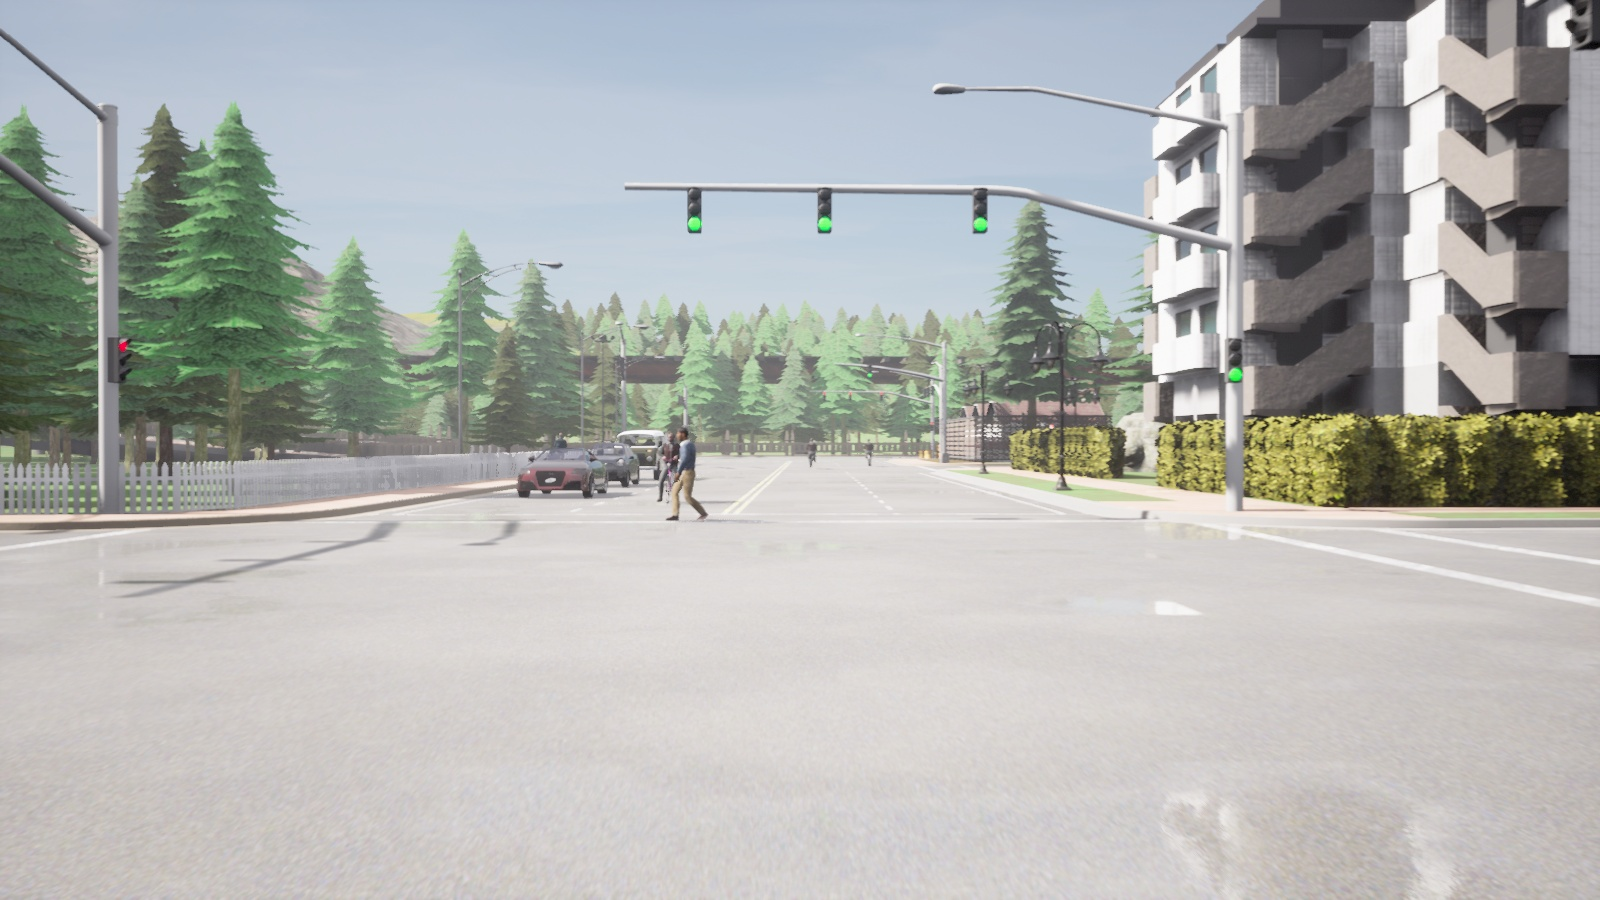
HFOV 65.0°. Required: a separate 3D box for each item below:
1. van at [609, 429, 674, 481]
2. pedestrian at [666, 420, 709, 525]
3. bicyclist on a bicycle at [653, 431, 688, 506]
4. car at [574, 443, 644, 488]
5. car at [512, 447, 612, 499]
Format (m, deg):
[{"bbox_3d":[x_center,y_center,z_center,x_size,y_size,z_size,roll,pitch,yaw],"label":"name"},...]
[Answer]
[{"bbox_3d":[-6.469,0.176,51.629,2.069,2.038,4.480,0,0,1],"label":"van"},{"bbox_3d":[-2.105,0.412,23.483,0.788,1.949,0.423,0,0,-4],"label":"pedestrian"},{"bbox_3d":[-3.174,0.442,30.858,0.659,1.776,1.843,0,0,1],"label":"bicyclist on a bicycle"},{"bbox_3d":[-6.551,0.513,43.398,1.845,1.501,3.633,0,0,1],"label":"car"},{"bbox_3d":[-6.629,0.608,35.455,1.994,1.385,4.181,0,0,1],"label":"car"}]
